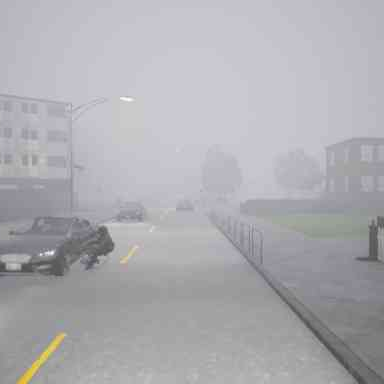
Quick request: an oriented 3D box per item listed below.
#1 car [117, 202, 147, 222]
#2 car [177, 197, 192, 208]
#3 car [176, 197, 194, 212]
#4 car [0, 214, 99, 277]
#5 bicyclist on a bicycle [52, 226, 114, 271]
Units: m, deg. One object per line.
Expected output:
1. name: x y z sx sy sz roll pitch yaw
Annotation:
1. car: -4.656 1.525 26.200 1.812 1.442 4.674 0 0 -1
2. car: -1.037 1.491 48.303 2.128 1.511 4.902 0 0 -1
3. car: -0.774 1.564 38.405 1.994 1.385 4.181 0 0 -1
4. car: -4.305 1.496 10.414 2.128 1.511 4.902 1 1 -1
5. bicyclist on a bicycle: -2.604 1.485 8.638 1.656 1.620 0.582 19 30 -51
